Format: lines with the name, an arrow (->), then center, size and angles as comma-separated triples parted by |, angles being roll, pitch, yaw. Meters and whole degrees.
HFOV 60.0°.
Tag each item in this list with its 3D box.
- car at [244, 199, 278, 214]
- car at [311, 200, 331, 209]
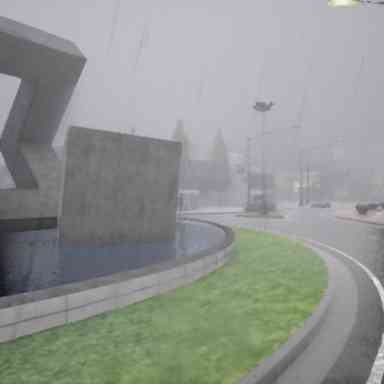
car -> 8.612, 1.749, 41.352 | 4.553, 1.767, 2.097 | 0, -1, -38
car -> 20.818, 1.968, 53.599 | 1.994, 1.385, 4.181 | -1, -1, 42
